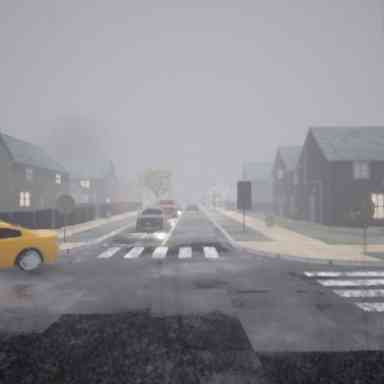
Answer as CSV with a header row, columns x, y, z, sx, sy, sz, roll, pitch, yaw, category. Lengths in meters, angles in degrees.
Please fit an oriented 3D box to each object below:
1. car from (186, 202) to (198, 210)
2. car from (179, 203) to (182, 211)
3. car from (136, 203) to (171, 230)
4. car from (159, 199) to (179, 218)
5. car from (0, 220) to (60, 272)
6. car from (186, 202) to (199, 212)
x,y,z,sx,sy,sz,roll,pitch,yaw,category
0.007,2.575,61.621,2.033,1.411,5.357,0,-1,0,car
-2.743,2.536,55.758,1.895,1.301,4.718,0,-1,0,car
-2.845,1.839,24.266,1.882,1.535,5.008,0,-1,0,car
-2.844,1.797,37.631,2.150,2.045,5.566,0,-1,-2,car
-6.534,1.621,9.765,5.008,1.535,1.882,2,0,-40,car
0.062,2.396,51.643,1.994,1.385,4.181,0,-1,0,car
